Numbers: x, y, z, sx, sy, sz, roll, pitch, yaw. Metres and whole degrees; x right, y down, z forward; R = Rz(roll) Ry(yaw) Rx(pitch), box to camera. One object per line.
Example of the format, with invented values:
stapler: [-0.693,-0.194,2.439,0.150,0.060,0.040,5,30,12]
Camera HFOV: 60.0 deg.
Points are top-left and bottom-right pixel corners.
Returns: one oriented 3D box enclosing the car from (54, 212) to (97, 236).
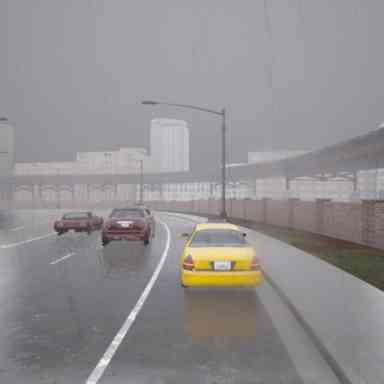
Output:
car: [-6.694,1.859,20.174,1.895,1.301,4.718,0,-1,-5]

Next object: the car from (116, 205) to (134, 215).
car: [-10.068,2.692,49.648,1.895,1.301,4.718,0,-2,-22]

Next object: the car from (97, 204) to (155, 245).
car: [-3.001,1.522,16.522,2.097,1.767,4.553,0,-1,-3]

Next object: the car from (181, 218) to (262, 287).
car: [0.653,1.514,9.366,1.801,1.575,5.366,0,-1,1]

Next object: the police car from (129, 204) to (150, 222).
police car: [-5.491,2.080,34.381,1.930,1.638,5.238,0,-2,-12]
